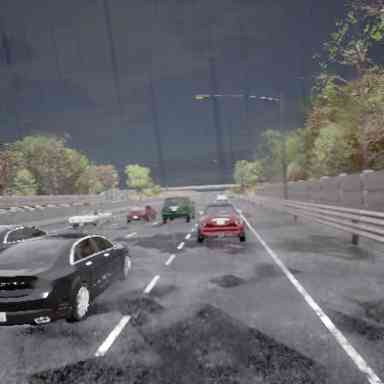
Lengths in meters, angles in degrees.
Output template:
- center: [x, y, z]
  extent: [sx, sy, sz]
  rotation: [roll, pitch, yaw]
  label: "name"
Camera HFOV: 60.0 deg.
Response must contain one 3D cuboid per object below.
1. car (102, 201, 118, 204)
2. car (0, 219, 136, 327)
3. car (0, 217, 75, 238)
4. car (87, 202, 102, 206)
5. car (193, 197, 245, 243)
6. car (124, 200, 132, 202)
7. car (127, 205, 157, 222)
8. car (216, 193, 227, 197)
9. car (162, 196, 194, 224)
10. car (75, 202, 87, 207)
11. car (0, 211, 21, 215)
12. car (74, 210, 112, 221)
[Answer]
- center: [-17.884, 2.796, 75.106]
  extent: [1.895, 1.301, 4.718]
  rotation: [-3, 0, 5]
  label: "car"
- center: [-2.782, 1.672, 7.529]
  extent: [1.837, 1.490, 4.892]
  rotation: [-3, 0, 5]
  label: "car"
- center: [-5.971, 1.847, 11.084]
  extent: [1.837, 1.490, 4.892]
  rotation: [-3, 0, 5]
  label: "car"
- center: [-21.365, 2.931, 75.448]
  extent: [1.994, 1.385, 4.181]
  rotation: [-3, 0, 5]
  label: "car"
- center: [1.421, 1.338, 16.459]
  extent: [2.097, 1.767, 4.553]
  rotation: [-3, 0, 5]
  label: "car"
- center: [-14.404, 2.523, 74.825]
  extent: [1.837, 1.490, 4.892]
  rotation: [-3, 0, 5]
  label: "car"
- center: [-4.358, 1.854, 29.112]
  extent: [1.812, 1.442, 4.674]
  rotation: [-3, 0, 5]
  label: "car"
- center: [7.012, 1.237, 78.974]
  extent: [2.150, 2.045, 5.566]
  rotation: [-3, 0, 5]
  label: "car"
- center: [-1.047, 1.374, 27.052]
  extent: [2.150, 2.045, 5.566]
  rotation: [-3, 0, 5]
  label: "car"
- center: [-24.850, 3.034, 75.760]
  extent: [1.882, 1.535, 5.008]
  rotation: [-3, 0, 5]
  label: "car"
- center: [-18.229, 2.595, 33.120]
  extent: [2.033, 1.411, 5.357]
  rotation: [-3, 0, 5]
  label: "car"
- center: [-8.051, 2.108, 26.966]
  extent: [1.895, 1.301, 4.718]
  rotation: [-3, 0, 5]
  label: "car"
